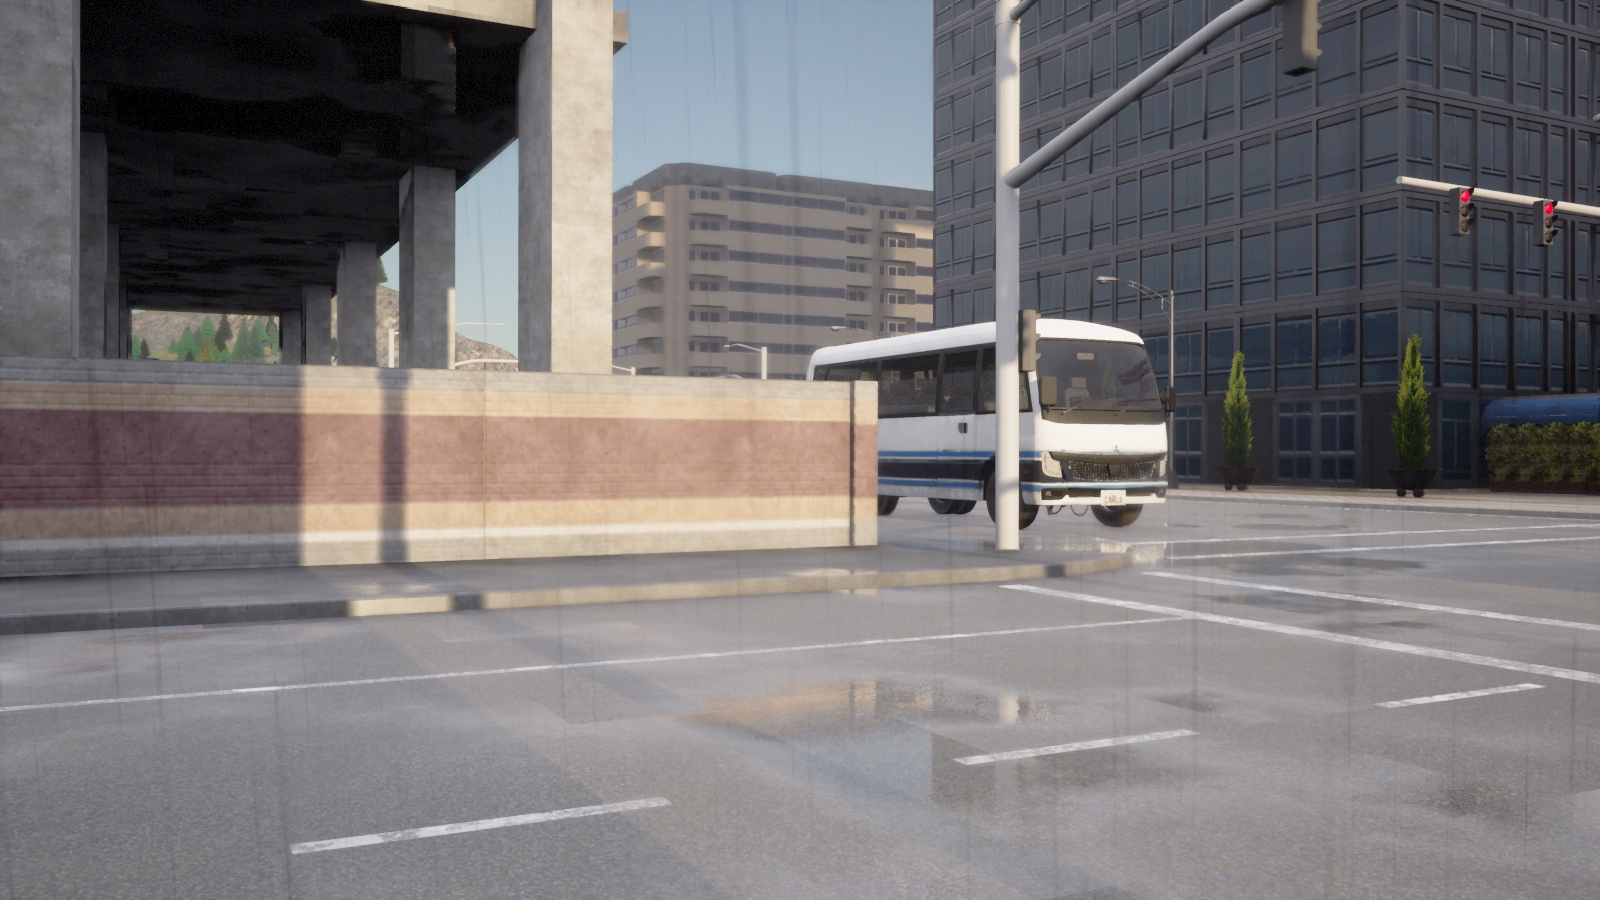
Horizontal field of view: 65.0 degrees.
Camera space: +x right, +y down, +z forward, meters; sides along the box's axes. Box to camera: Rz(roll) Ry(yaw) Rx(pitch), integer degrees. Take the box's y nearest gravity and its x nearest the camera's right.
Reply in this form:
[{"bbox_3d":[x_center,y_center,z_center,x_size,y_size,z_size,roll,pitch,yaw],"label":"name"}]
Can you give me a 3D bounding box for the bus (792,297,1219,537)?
[{"bbox_3d":[3.924,-0.572,27.768,3.944,4.253,10.273,0,0,-27],"label":"bus"}]
